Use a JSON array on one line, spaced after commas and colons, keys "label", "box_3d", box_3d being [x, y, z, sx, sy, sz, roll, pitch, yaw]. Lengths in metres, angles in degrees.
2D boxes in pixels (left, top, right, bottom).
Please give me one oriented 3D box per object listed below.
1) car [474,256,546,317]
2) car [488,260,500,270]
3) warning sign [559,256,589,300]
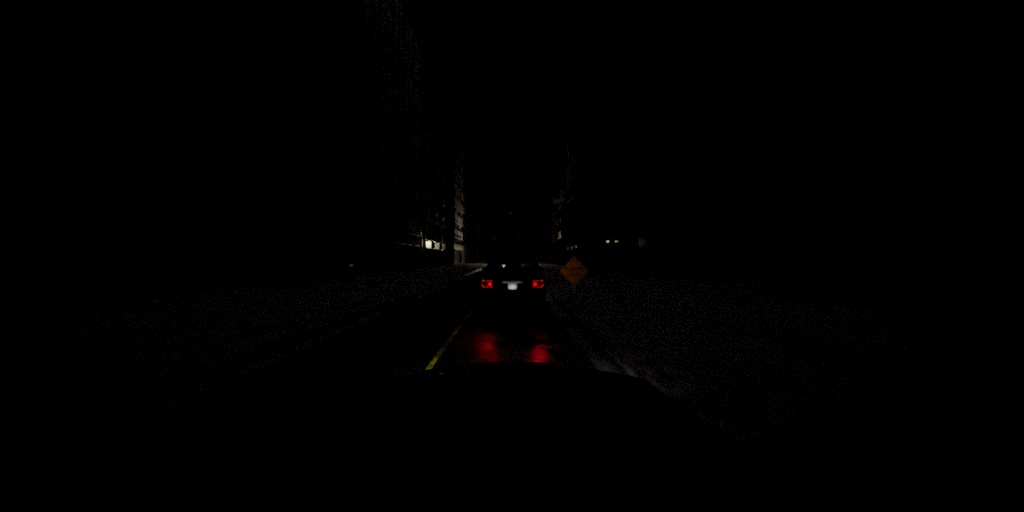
[{"label": "car", "box_3d": [0.043, 1.017, 13.482, 2.150, 2.045, 5.566, 0, 0, 1]}, {"label": "car", "box_3d": [-3.019, 1.494, 60.255, 1.812, 1.442, 4.674, 0, 0, 1]}, {"label": "warning sign", "box_3d": [2.724, 0.917, 15.669, 1.300, 1.860, 1.060, 0, 0, 0]}]
